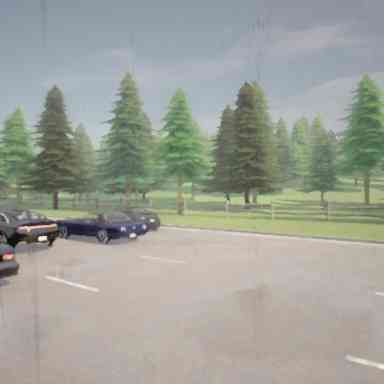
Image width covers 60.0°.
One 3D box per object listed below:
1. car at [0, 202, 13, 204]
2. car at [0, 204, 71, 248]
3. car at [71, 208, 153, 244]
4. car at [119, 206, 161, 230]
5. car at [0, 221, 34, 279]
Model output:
[{"bbox_3d":[-16.358,1.524,28.532,4.181,1.385,1.994,0,0,36],"label":"car"},{"bbox_3d":[-7.407,1.473,13.539,4.902,1.511,2.128,0,0,36],"label":"car"},{"bbox_3d":[-4.347,1.584,15.648,4.718,1.301,1.895,0,0,36],"label":"car"},{"bbox_3d":[-3.830,1.544,19.589,4.181,1.385,1.994,0,0,36],"label":"car"},{"bbox_3d":[-6.555,1.534,8.602,5.357,1.411,2.033,0,0,36],"label":"car"}]
